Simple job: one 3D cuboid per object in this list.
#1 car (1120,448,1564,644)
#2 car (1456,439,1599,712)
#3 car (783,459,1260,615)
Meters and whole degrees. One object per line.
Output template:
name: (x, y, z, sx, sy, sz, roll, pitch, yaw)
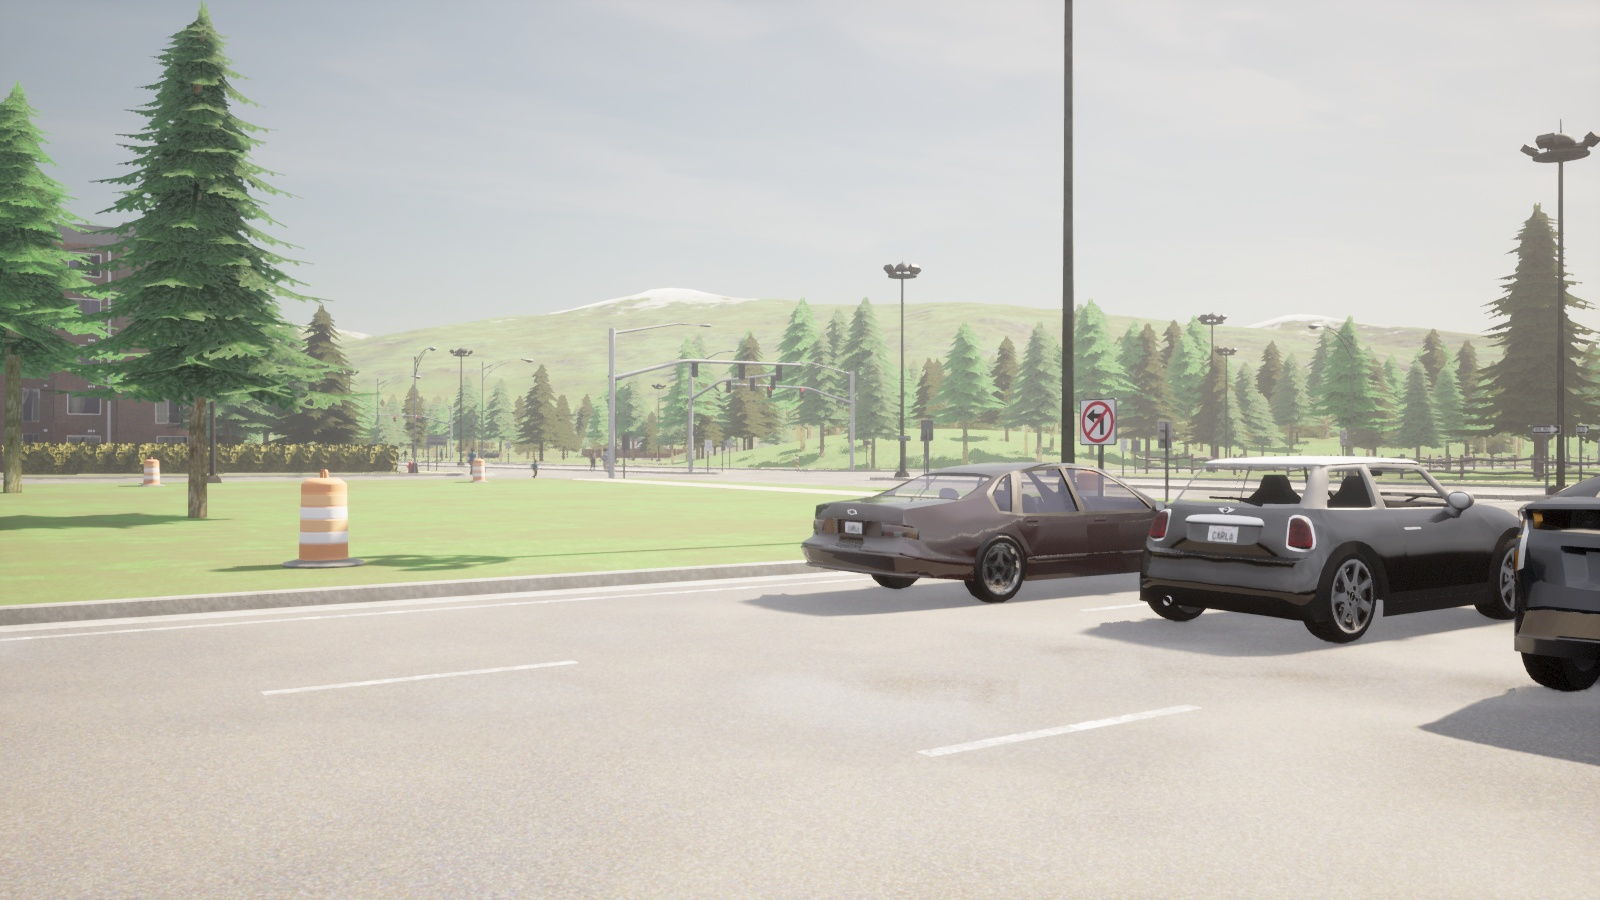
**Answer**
car: (4.955, 0.728, 11.371, 3.806, 1.475, 1.970, 0, 0, -35)
car: (6.432, 0.698, 8.136, 4.514, 1.525, 2.007, 0, 0, -35)
car: (2.600, 0.821, 13.997, 5.357, 1.411, 2.033, 0, 0, -35)
